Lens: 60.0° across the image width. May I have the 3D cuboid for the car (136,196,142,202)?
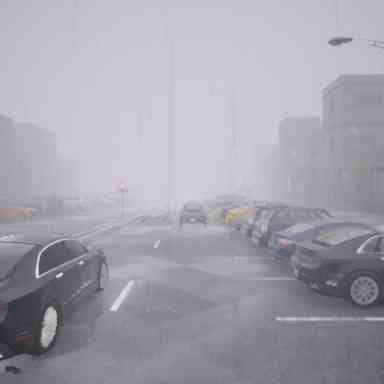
[{"bbox_3d":[-15.626,1.532,80.386,5.566,2.045,2.435,0,0,0],"label":"car"}]

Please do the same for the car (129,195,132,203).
[{"bbox_3d":[-15.629,1.794,69.356,4.674,1.452,2.002,0,0,0],"label":"car"}]

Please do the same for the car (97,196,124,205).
[{"bbox_3d":[-15.589,1.618,63.841,4.553,1.767,2.185,0,0,0],"label":"car"}]

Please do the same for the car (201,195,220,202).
[{"bbox_3d":[4.701,1.678,85.135,4.553,1.767,2.185,0,0,0],"label":"car"}]

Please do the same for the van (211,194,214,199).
[{"bbox_3d":[4.779,1.395,37.860,4.442,1.987,1.878,0,0,0],"label":"van"}]

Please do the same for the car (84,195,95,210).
[{"bbox_3d":[-15.603,1.423,41.780,5.566,2.045,2.435,0,0,0],"label":"car"}]

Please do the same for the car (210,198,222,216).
[{"bbox_3d":[4.487,1.579,29.521,5.366,1.575,1.946,0,0,0],"label":"car"}]

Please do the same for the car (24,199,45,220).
[{"bbox_3d":[-15.552,1.605,27.988,5.008,1.535,2.097,0,0,0],"label":"car"}]

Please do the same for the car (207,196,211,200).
[{"bbox_3d":[4.652,1.634,40.639,4.892,1.521,2.231,0,0,0],"label":"car"}]

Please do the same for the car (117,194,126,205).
[{"bbox_3d":[-15.586,1.486,61.084,5.566,2.045,2.435,0,0,0],"label":"car"}]

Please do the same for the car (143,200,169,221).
[{"bbox_3d":[-2.935,1.619,27.617,1.812,1.442,4.674,0,0,0],"label":"car"}]

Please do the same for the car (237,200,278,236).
[{"bbox_3d":[4.659,1.394,15.627,4.553,1.767,2.185,0,0,0],"label":"car"}]

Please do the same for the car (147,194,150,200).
[{"bbox_3d":[-15.492,1.845,94.175,5.366,1.575,1.946,0,0,0],"label":"car"}]

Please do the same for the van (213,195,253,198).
[{"bbox_3d":[4.782,1.382,35.081,4.442,1.987,1.878,0,0,0],"label":"van"}]

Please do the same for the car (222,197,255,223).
[{"bbox_3d":[4.711,1.430,23.964,4.553,1.767,2.185,0,0,0],"label":"car"}]

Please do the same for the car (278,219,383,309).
[{"bbox_3d":[4.694,1.495,7.289,4.892,1.521,2.231,0,0,0],"label":"car"}]

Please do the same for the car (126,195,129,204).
[{"bbox_3d":[-15.623,1.789,66.468,4.674,1.452,2.002,0,0,0],"label":"car"}]

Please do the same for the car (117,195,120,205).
[{"bbox_3d":[-15.611,1.771,58.325,4.674,1.452,2.002,0,0,0],"label":"car"}]

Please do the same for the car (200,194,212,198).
[{"bbox_3d":[4.612,1.437,54.538,5.566,2.045,2.435,0,0,0],"label":"car"}]

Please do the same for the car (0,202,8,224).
[{"bbox_3d":[-15.532,1.617,22.474,4.674,1.452,2.002,0,0,0],"label":"car"}]

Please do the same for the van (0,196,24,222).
[{"bbox_3d":[-15.657,1.365,25.231,4.442,1.987,1.878,0,0,0],"label":"van"}]

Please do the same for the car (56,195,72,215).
[{"bbox_3d":[-15.586,1.383,33.505,5.566,2.045,2.435,0,0,0],"label":"car"}]

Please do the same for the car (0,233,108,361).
[{"bbox_3d":[-2.908,1.517,6.048,1.837,1.490,4.892,0,0,0],"label":"car"}]

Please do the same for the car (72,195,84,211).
[{"bbox_3d":[-15.600,1.537,39.144,4.553,1.767,2.185,0,0,0],"label":"car"}]

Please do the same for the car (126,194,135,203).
[{"bbox_3d":[-15.632,1.760,72.113,5.008,1.535,2.097,0,0,0],"label":"car"}]

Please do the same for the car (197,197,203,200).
[{"bbox_3d":[0.058,1.720,41.735,1.994,1.385,4.181,0,0,0],"label":"car"}]

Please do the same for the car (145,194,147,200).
[{"bbox_3d":[-15.862,1.829,91.412,5.366,1.575,1.946,0,0,0],"label":"car"}]

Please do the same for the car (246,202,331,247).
[{"bbox_3d":[4.662,1.385,12.847,4.553,1.767,2.185,0,0,0],"label":"car"}]

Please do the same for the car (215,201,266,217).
[{"bbox_3d":[4.671,1.636,32.300,4.674,1.452,2.002,0,0,0],"label":"car"}]

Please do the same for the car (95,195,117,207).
[{"bbox_3d":[-15.574,1.754,55.567,4.792,1.488,2.163,0,0,0],"label":"car"}]

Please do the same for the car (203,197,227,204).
[{"bbox_3d":[4.667,1.767,68.427,4.792,1.488,2.163,0,0,0],"label":"car"}]

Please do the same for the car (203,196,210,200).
[{"bbox_3d":[4.615,1.708,51.757,4.792,1.488,2.163,0,0,0],"label":"car"}]

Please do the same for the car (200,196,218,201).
[{"bbox_3d":[4.691,1.851,93.561,4.892,1.521,2.231,0,0,0],"label":"car"}]

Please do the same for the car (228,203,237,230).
[{"bbox_3d":[4.692,1.532,18.405,4.892,1.521,2.231,0,0,0],"label":"car"}]

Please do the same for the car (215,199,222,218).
[{"bbox_3d":[4.670,1.569,26.742,5.008,1.535,2.097,0,0,0],"label":"car"}]

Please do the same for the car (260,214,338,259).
[{"bbox_3d":[4.694,1.542,10.067,4.674,1.452,2.002,0,0,0],"label":"car"}]

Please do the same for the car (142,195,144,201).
[{"bbox_3d":[-15.851,1.802,85.897,5.366,1.575,1.946,0,0,0],"label":"car"}]

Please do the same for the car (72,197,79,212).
[{"bbox_3d":[-15.558,1.649,36.387,5.008,1.535,2.097,0,0,0],"label":"car"}]

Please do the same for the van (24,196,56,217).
[{"bbox_3d":[-15.436,1.394,30.747,4.442,1.987,1.878,0,0,0],"label":"van"}]

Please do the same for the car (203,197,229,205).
[{"bbox_3d":[4.639,1.728,65.771,5.008,1.535,2.097,0,0,0],"label":"car"}]

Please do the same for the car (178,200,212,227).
[{"bbox_3d":[0.069,1.567,23.487,2.128,1.511,4.902,0,0,0],"label":"car"}]

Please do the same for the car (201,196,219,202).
[{"bbox_3d":[4.671,1.858,88.005,4.674,1.452,2.002,0,0,0],"label":"car"}]
